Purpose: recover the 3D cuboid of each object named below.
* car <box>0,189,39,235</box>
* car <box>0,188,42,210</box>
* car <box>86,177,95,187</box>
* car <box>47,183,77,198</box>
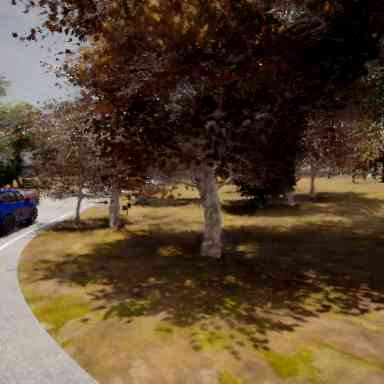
[{"bbox_3d":[-9.689,0.878,16.726,2.150,2.045,5.566,0,3,-8],"label":"car"},{"bbox_3d":[-14.321,0.520,27.593,1.812,1.442,4.674,0,4,-3],"label":"car"},{"bbox_3d":[-14.087,-1.406,50.101,2.150,2.045,5.566,0,4,3],"label":"car"},{"bbox_3d":[-14.522,-0.225,37.320,1.882,1.535,5.008,0,4,1],"label":"car"}]
